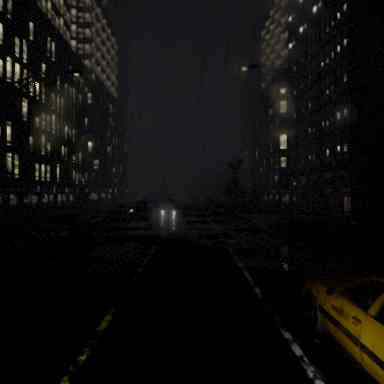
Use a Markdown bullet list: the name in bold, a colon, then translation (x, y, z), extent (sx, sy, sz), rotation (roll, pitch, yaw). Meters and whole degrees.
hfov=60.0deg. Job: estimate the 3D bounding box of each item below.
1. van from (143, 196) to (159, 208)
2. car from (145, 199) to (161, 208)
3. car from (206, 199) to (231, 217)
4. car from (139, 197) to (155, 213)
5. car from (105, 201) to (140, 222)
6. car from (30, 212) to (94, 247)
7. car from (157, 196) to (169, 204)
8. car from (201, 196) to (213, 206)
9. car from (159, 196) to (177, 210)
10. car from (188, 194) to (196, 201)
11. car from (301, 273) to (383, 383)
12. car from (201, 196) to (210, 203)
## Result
- **van**: translation (-5.692, 1.415, 43.590), extent (1.690, 1.788, 3.998), rotation (0, 0, 0)
- **car**: translation (-5.694, 1.664, 49.282), extent (1.802, 1.307, 4.206), rotation (0, 0, 0)
- **car**: translation (2.689, 1.623, 32.194), extent (1.947, 1.339, 4.313), rotation (0, 0, 0)
- **car**: translation (-5.692, 1.611, 37.897), extent (1.887, 1.381, 4.507), rotation (0, 0, 0)
- **car**: translation (-5.691, 1.599, 26.513), extent (2.008, 1.369, 4.403), rotation (0, 0, 0)
- **car**: translation (-5.689, 1.611, 15.127), extent (1.802, 1.307, 4.206), rotation (0, 0, 0)
- **car**: translation (-5.695, 1.544, 66.358), extent (1.967, 1.590, 4.097), rotation (0, 0, 0)
- **car**: translation (2.687, 1.530, 54.961), extent (1.967, 1.590, 4.097), rotation (0, 0, 0)
- **car**: translation (-3.096, 1.580, 45.199), extent (1.837, 1.490, 4.892), rotation (0, 0, 0)
- **car**: translation (-0.011, 1.390, 85.563), extent (2.097, 1.767, 4.553), rotation (0, 0, 0)
- **car**: translation (2.693, 1.534, 3.902), extent (1.752, 1.417, 4.829), rotation (0, 0, 0)
- **car**: translation (2.990, 1.638, 73.296), extent (1.812, 1.442, 4.674), rotation (0, 0, 0)
